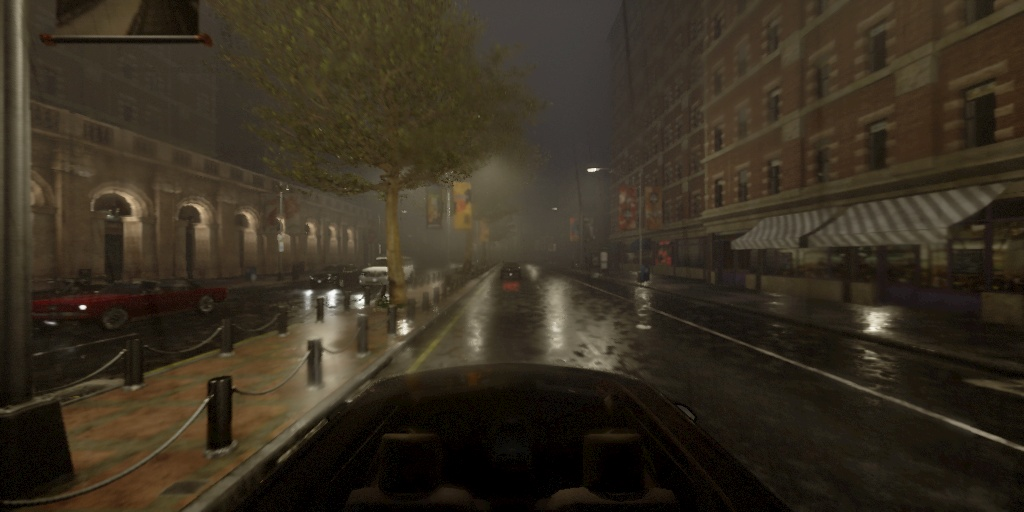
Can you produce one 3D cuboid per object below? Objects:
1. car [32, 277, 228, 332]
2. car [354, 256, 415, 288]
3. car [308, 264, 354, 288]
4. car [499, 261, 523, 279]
[{"bbox_3d":[-11.625,1.381,11.241,1.895,1.301,4.718,0,0,0],"label":"car"},{"bbox_3d":[-8.071,1.050,23.792,2.150,2.045,5.566,0,0,0],"label":"car"},{"bbox_3d":[-11.651,1.284,24.120,1.837,1.490,4.892,0,0,0],"label":"car"},{"bbox_3d":[-0.082,1.252,31.907,1.837,1.490,4.892,0,0,0],"label":"car"}]
